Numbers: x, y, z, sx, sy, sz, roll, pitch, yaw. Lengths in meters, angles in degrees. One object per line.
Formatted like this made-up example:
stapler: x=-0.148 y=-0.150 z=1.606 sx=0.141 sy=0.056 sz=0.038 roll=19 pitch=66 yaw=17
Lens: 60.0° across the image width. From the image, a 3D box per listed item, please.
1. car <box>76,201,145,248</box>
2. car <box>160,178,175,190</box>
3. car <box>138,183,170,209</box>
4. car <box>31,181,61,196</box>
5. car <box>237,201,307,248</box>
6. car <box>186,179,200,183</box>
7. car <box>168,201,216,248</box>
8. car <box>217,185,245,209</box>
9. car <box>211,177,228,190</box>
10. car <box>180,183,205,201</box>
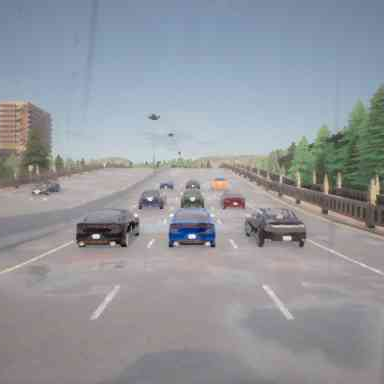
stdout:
car: x=-3.500 y=1.415 z=14.633 sx=1.882 sy=1.535 sz=5.008 roll=0 pitch=1 yaw=0
car: x=-3.360 y=-1.099 z=44.760 sx=1.812 sy=1.442 sz=4.674 roll=0 pitch=7 yaw=0
car: x=-3.445 y=0.463 z=29.541 sx=2.097 sy=1.767 sz=4.553 roll=0 pitch=5 yaw=0
car: x=-17.389 y=-0.472 z=39.729 sx=2.128 sy=1.511 sz=4.902 roll=0 pitch=7 yaw=0
car: x=3.500 y=1.427 z=14.634 sx=2.128 sy=1.511 sz=4.902 roll=0 pitch=1 yaw=0
car: x=0.140 y=-1.060 z=44.746 sx=1.994 sy=1.385 sz=4.181 roll=0 pitch=7 yaw=0
car: x=0.000 y=1.415 z=14.633 sx=1.882 sy=1.535 sz=5.008 roll=0 pitch=1 yaw=0
car: x=3.556 y=0.579 z=29.541 sx=1.882 sy=1.535 sz=5.008 roll=0 pitch=5 yaw=0
car: x=3.640 y=-1.262 z=44.674 sx=2.097 sy=1.767 sz=4.553 roll=0 pitch=7 yaw=0
car: x=0.055 y=0.463 z=29.521 sx=2.097 sy=1.767 sz=4.553 roll=0 pitch=5 yaw=0
